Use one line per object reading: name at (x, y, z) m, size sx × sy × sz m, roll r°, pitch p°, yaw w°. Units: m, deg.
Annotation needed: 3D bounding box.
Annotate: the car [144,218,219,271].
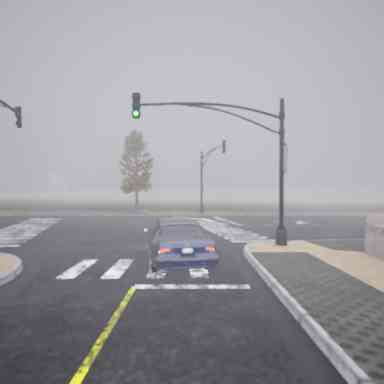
car at (-0.549, 1.562, 11.000) m, size 2.033 × 1.411 × 5.357 m, roll 0°, pitch 0°, yaw -10°
